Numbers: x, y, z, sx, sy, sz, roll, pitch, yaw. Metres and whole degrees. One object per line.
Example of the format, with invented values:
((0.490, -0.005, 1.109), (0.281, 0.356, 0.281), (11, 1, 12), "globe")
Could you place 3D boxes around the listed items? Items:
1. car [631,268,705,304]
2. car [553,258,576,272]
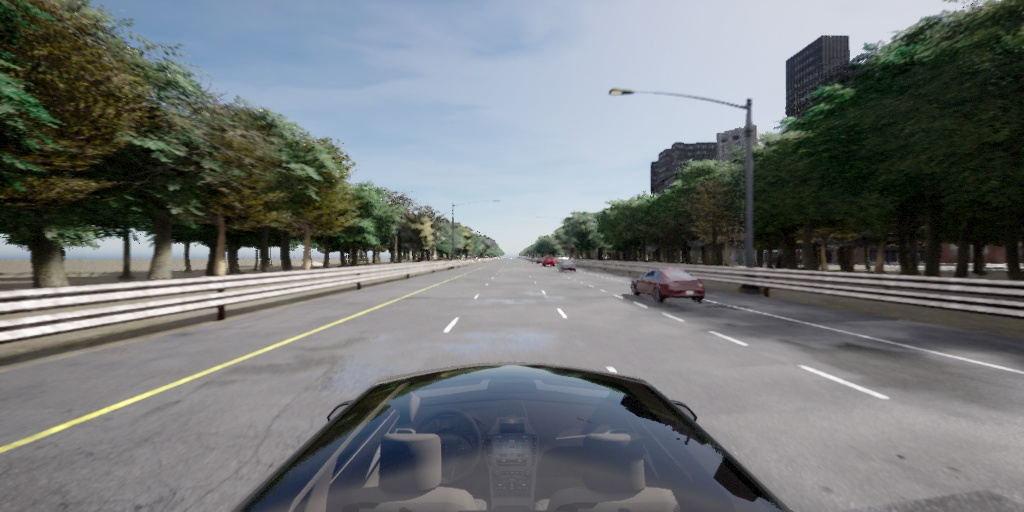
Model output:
((7.000, 1.281, 16.417), (1.812, 1.442, 4.674), (0, 0, 0), "car")
((7.020, 1.329, 46.423), (2.033, 1.411, 5.357), (0, 0, 0), "car")
